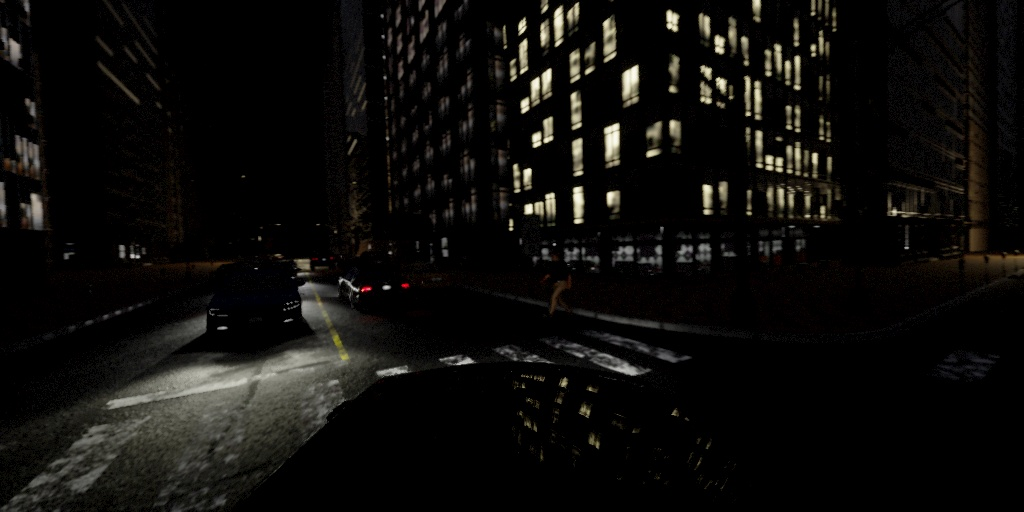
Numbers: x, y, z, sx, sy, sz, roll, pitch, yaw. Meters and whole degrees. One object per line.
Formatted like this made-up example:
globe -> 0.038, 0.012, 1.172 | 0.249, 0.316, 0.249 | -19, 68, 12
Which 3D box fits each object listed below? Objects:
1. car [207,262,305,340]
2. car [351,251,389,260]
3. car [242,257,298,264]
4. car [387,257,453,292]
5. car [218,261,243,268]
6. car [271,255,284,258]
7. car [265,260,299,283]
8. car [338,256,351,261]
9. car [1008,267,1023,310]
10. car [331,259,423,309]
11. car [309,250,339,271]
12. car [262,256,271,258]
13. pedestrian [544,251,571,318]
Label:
car -> -7.065, 1.131, 10.120 | 1.882, 1.535, 5.008 | -3, 2, -32
car -> -10.386, 0.542, 26.927 | 2.192, 1.841, 5.009 | 0, 0, -31
car -> -11.960, 1.038, 18.257 | 2.128, 1.511, 4.902 | -3, 2, -31
car -> -4.261, 0.892, 16.668 | 1.751, 1.417, 4.829 | 0, 0, -31
car -> -17.541, 1.146, 22.579 | 1.948, 1.339, 4.313 | 0, 0, -31
car -> -21.898, 0.888, 34.875 | 1.994, 1.385, 4.181 | -3, 2, -31
car -> -16.760, 1.041, 26.266 | 1.895, 1.301, 4.718 | -3, 2, -31
car -> -16.199, 0.643, 36.595 | 1.888, 1.381, 4.507 | 0, 0, -31
car -> 16.184, 0.799, 10.549 | 4.829, 1.417, 1.751 | 0, 0, -32
car -> -5.345, 1.039, 13.636 | 2.033, 1.411, 5.357 | -3, 2, -32
car -> -20.009, 0.396, 37.823 | 2.150, 2.045, 5.566 | -3, 2, -31
car -> -26.265, 0.968, 37.085 | 1.802, 1.307, 4.207 | 0, 0, -31
pedestrian -> 1.187, 0.721, 9.348 | 0.375, 1.860, 0.375 | -2, 1, -31
